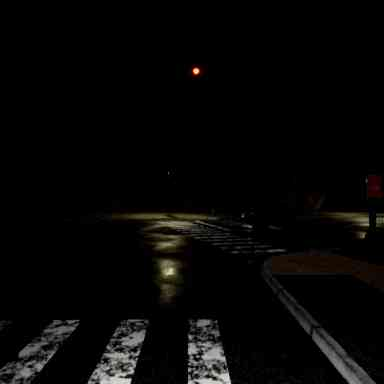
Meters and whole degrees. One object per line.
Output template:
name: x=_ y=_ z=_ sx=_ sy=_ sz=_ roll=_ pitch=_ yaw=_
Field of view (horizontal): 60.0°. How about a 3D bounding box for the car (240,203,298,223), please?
car: x=6.096 y=1.619 z=26.212 sx=4.674 sy=1.442 sz=1.812 roll=1 pitch=0 yaw=-19
